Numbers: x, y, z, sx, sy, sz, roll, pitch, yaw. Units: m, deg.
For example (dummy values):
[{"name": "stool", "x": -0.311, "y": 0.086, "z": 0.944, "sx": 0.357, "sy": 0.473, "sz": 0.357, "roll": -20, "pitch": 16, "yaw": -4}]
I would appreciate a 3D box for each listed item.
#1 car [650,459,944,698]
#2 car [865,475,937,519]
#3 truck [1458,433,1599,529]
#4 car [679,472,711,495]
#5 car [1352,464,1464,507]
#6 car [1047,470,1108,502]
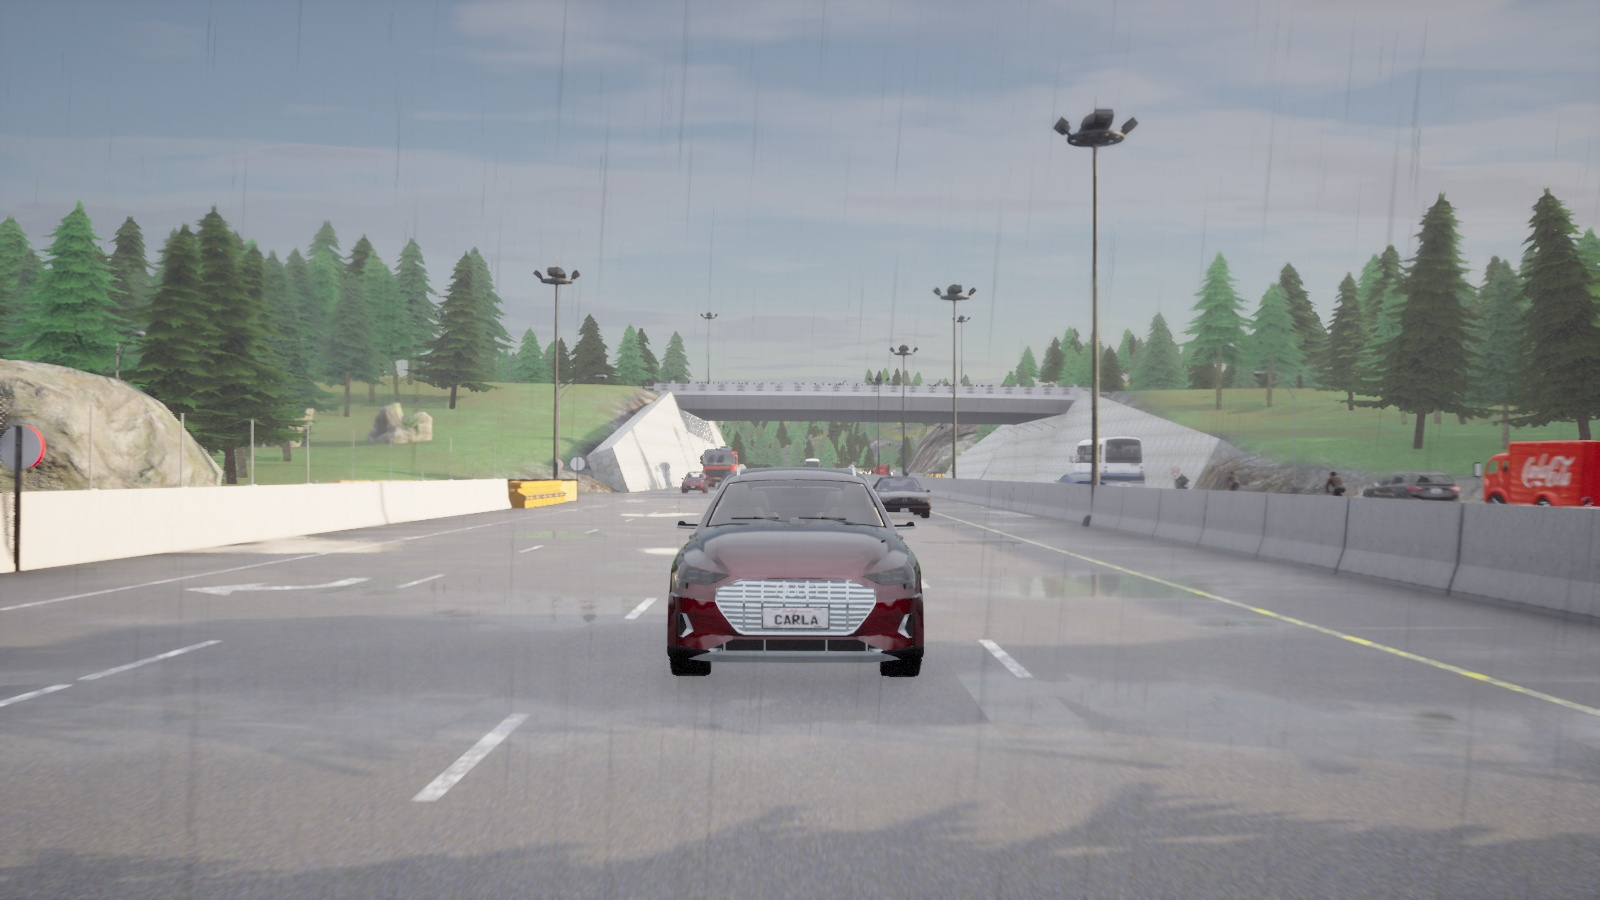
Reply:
[{"name": "car", "x": -0.028, "y": 0.932, "z": 11.157, "sx": 2.033, "sy": 1.649, "sz": 4.856, "roll": 0, "pitch": -1, "yaw": 0}, {"name": "car", "x": 3.395, "y": 1.570, "z": 43.148, "sx": 2.033, "sy": 1.411, "sz": 5.357, "roll": 0, "pitch": -1, "yaw": 0}, {"name": "truck", "x": 20.914, "y": 0.828, "z": 34.776, "sx": 2.627, "sy": 2.467, "sz": 5.204, "roll": 0, "pitch": -1, "yaw": 0}, {"name": "car", "x": -7.209, "y": 2.304, "z": 86.428, "sx": 1.845, "sy": 1.501, "sz": 3.633, "roll": 0, "pitch": -1, "yaw": 0}, {"name": "car", "x": 24.377, "y": 1.407, "z": 50.556, "sx": 2.242, "sy": 1.667, "sz": 4.611, "roll": 0, "pitch": -1, "yaw": 0}, {"name": "car", "x": 13.847, "y": 1.790, "z": 62.940, "sx": 1.882, "sy": 1.535, "sz": 5.008, "roll": 0, "pitch": -1, "yaw": 0}]
